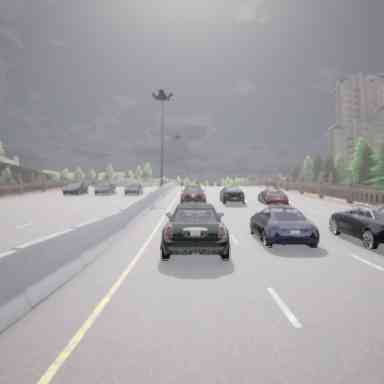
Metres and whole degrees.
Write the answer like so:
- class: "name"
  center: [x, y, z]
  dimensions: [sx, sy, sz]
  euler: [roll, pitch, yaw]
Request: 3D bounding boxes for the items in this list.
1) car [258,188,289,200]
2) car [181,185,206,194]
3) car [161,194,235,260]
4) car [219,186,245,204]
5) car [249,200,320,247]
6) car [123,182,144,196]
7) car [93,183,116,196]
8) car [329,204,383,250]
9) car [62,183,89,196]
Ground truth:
- class: "car"
  center: [7.101, 0.356, 29.448]
  dimensions: [1.994, 1.385, 4.181]
  euler: [0, 3, 0]
- class: "car"
  center: [0.101, 0.202, 28.455]
  dimensions: [2.097, 1.767, 4.553]
  euler: [0, 3, 0]
- class: "car"
  center: [0.100, 1.142, 11.818]
  dimensions: [2.097, 1.767, 4.553]
  euler: [0, 2, 0]
- class: "car"
  center: [3.602, 0.214, 30.383]
  dimensions: [1.882, 1.535, 5.008]
  euler: [0, 3, 0]
- class: "car"
  center: [3.601, 1.278, 13.589]
  dimensions: [1.994, 1.385, 4.181]
  euler: [0, 3, 0]
- class: "car"
  center: [-7.089, -0.371, 40.658]
  dimensions: [1.837, 1.490, 4.892]
  euler: [0, 3, 0]
- class: "car"
  center: [-10.589, -0.370, 40.650]
  dimensions: [1.837, 1.490, 4.892]
  euler: [0, 3, 0]
- class: "car"
  center: [7.101, 1.228, 13.083]
  dimensions: [2.128, 1.511, 4.902]
  euler: [0, 3, 0]
- class: "car"
  center: [-14.089, -0.383, 40.396]
  dimensions: [1.882, 1.535, 5.008]
  euler: [0, 3, 0]
